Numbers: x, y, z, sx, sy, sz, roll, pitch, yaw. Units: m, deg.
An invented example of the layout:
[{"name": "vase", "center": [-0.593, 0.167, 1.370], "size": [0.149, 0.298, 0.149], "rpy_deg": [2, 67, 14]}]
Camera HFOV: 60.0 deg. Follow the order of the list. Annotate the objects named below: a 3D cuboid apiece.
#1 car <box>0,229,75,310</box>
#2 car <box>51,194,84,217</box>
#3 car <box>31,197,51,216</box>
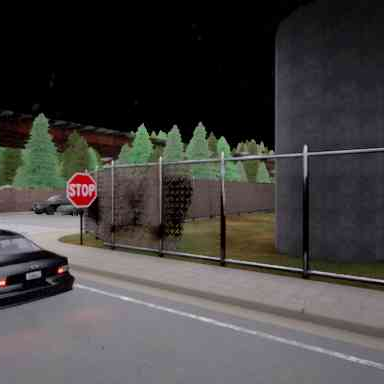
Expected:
[{"name": "car", "center": [-4.883, 1.547, 7.445], "size": [5.357, 1.411, 2.033], "rpy_deg": [0, 0, 36]}, {"name": "car", "center": [-10.216, 1.350, 30.941], "size": [2.097, 1.767, 4.553], "rpy_deg": [0, 0, 36]}, {"name": "car", "center": [-12.987, 1.212, 33.082], "size": [2.150, 2.045, 5.566], "rpy_deg": [0, 1, 36]}]
